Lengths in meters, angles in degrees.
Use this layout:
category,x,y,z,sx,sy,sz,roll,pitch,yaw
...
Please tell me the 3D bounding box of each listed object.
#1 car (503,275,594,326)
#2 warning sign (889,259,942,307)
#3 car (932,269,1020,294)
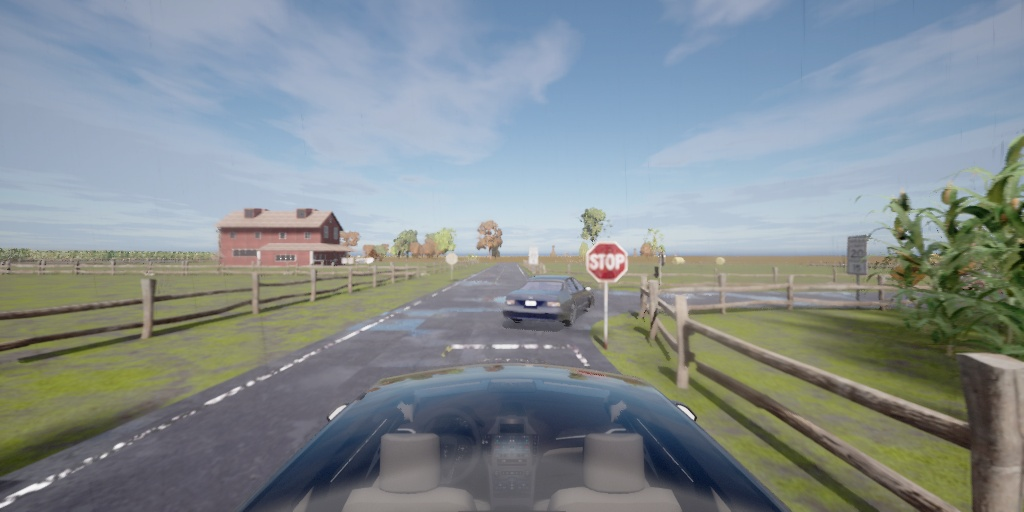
category,x,y,z,sx,sy,sz,roll,pitch,yaw
car,1.443,1.358,12.024,2.033,1.411,5.357,0,-1,22
warning sign,15.867,1.032,14.390,1.060,1.860,1.300,0,0,0
car,26.119,1.460,19.748,4.674,1.442,1.812,0,0,0
